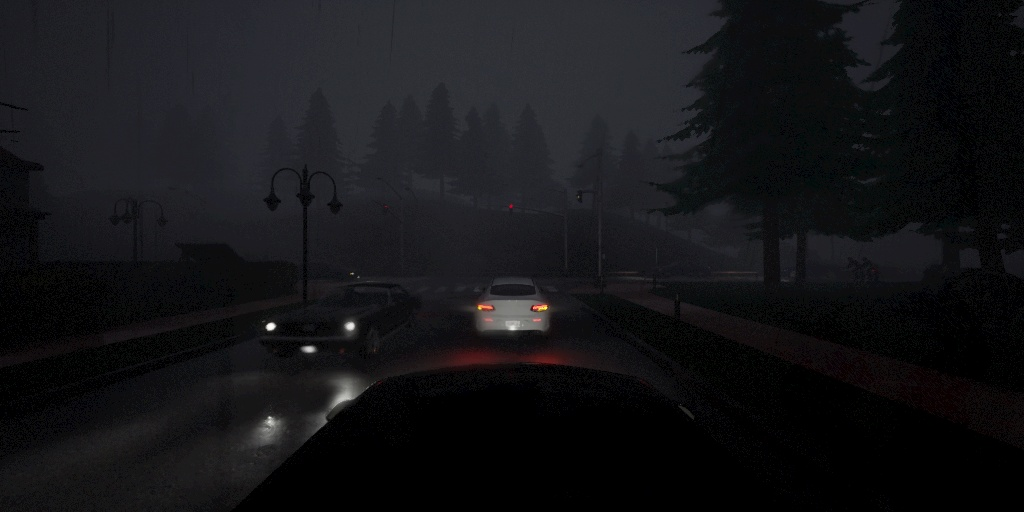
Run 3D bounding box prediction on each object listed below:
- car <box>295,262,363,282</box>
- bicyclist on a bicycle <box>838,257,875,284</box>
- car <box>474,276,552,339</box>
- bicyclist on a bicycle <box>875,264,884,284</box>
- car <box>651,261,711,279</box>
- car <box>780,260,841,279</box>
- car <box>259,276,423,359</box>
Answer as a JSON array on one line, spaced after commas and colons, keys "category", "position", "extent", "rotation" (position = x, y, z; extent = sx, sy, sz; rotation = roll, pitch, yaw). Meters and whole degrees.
[{"category": "car", "position": [-13.766, 1.135, 25.972], "extent": [5.357, 1.411, 2.033], "rotation": [0, 0, 0]}, {"category": "bicyclist on a bicycle", "position": [21.134, 0.891, 22.213], "extent": [0.582, 1.620, 1.656], "rotation": [0, 0, -16]}, {"category": "car", "position": [0.023, 1.276, 9.935], "extent": [1.812, 1.442, 4.674], "rotation": [0, 0, 0]}, {"category": "bicyclist on a bicycle", "position": [21.781, 0.893, 21.954], "extent": [0.582, 1.620, 1.656], "rotation": [0, 0, -14]}, {"category": "car", "position": [14.065, 1.113, 29.864], "extent": [4.674, 1.442, 1.812], "rotation": [0, 0, -1]}, {"category": "car", "position": [24.386, 1.065, 29.900], "extent": [5.008, 1.535, 1.882], "rotation": [0, 0, 0]}, {"category": "car", "position": [-3.604, 1.351, 8.577], "extent": [1.895, 1.301, 4.718], "rotation": [0, 0, 0]}]
